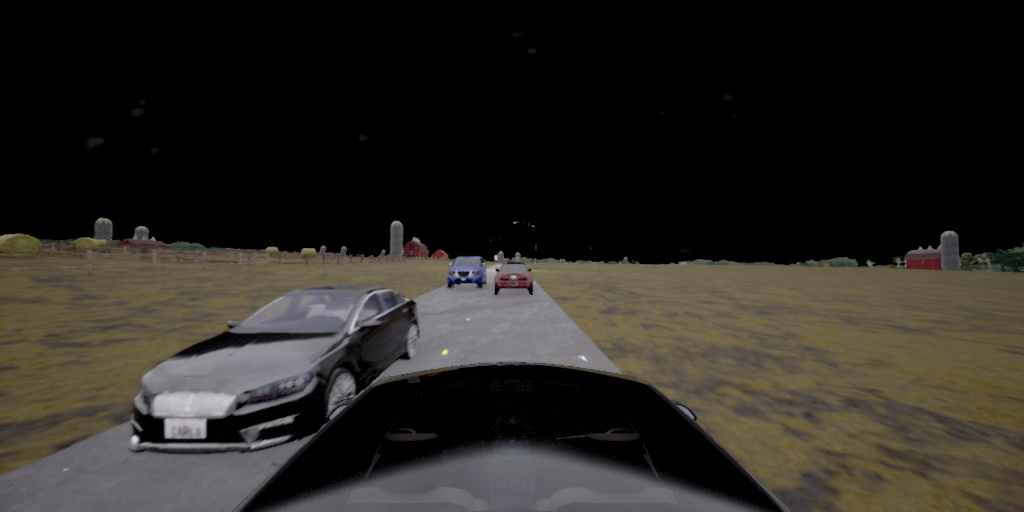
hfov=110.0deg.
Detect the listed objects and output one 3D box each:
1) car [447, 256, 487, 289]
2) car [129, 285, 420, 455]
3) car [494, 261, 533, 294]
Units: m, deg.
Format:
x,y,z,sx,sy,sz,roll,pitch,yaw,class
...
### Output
x,y,z,sx,sy,sz,roll,pitch,yaw,class
-2.859,1.002,23.837,2.150,2.045,5.566,0,0,0,car
-2.823,1.243,5.572,2.128,1.511,4.902,0,0,0,car
0.090,1.124,20.800,2.097,1.767,4.553,0,0,0,car
